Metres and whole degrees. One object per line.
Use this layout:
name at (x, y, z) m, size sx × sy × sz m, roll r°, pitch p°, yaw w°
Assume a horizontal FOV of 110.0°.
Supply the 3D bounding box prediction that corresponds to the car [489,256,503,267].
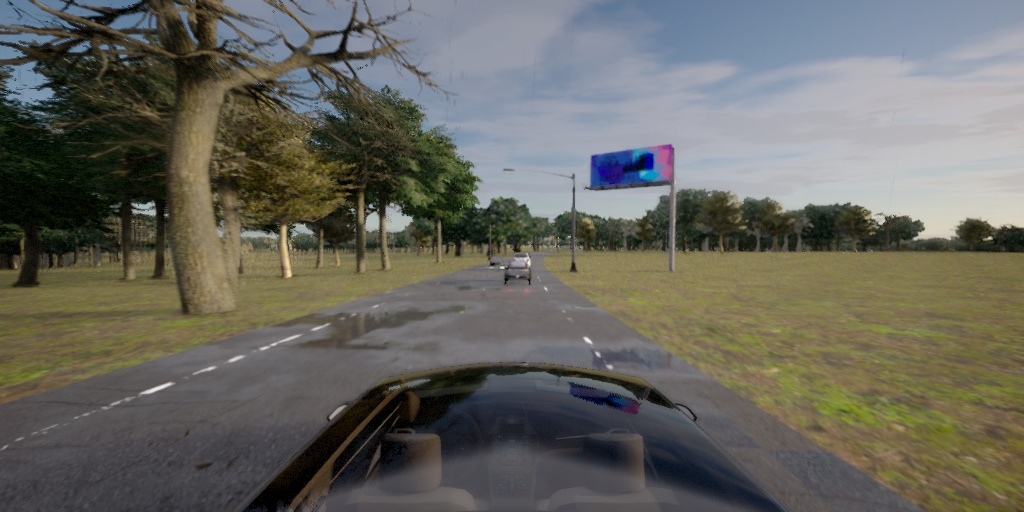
car at (-2.113, 0.759, 51.583) m, size 1.837 × 1.490 × 4.892 m, roll 0°, pitch 1°, yaw 4°

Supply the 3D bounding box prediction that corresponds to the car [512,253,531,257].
car at (1.181, 0.580, 44.886) m, size 2.150 × 2.045 × 5.566 m, roll 0°, pitch 1°, yaw 3°

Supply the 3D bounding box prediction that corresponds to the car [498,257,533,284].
car at (0.424, 1.081, 25.237) m, size 2.128 × 1.511 × 4.902 m, roll 0°, pitch 1°, yaw 1°
